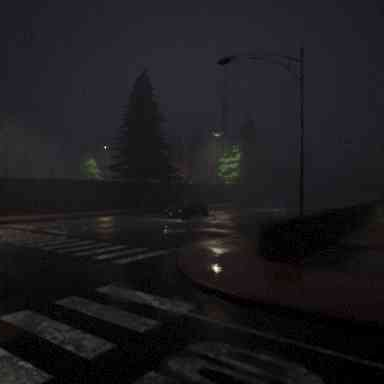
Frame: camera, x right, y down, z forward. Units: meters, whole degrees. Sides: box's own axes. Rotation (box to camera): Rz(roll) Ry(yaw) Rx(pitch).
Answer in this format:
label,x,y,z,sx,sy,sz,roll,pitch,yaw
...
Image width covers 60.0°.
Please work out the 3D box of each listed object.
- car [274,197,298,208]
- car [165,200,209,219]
label,x,y,z,sx,sy,sz,roll,pitch,yaw
car,13.115,1.421,46.148,2.128,1.511,4.902,0,0,39
car,-0.315,1.451,28.254,1.812,1.442,4.674,0,0,36
